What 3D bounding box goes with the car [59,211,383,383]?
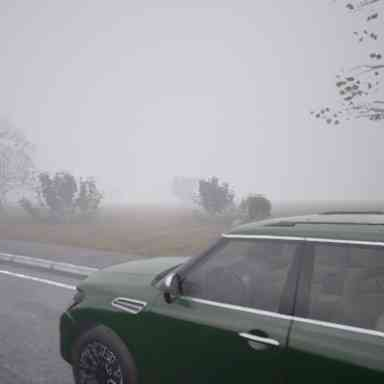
[{"bbox_3d":[1.145,1.213,3.078,5.566,2.045,2.150,0,0,35],"label":"car"}]
